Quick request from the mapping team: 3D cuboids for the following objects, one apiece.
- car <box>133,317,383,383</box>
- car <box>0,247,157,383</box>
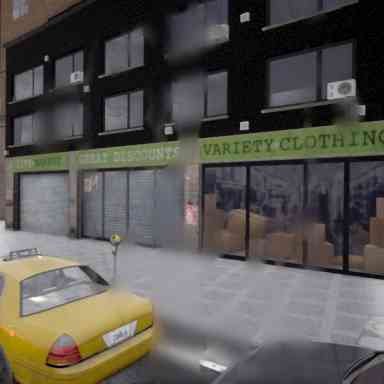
[{"bbox_3d":[2.019,1.551,1.648,4.403,1.369,2.008,0,1,36],"label":"car"},{"bbox_3d":[-2.662,1.524,4.997,4.829,1.417,1.752,0,1,36],"label":"car"}]
